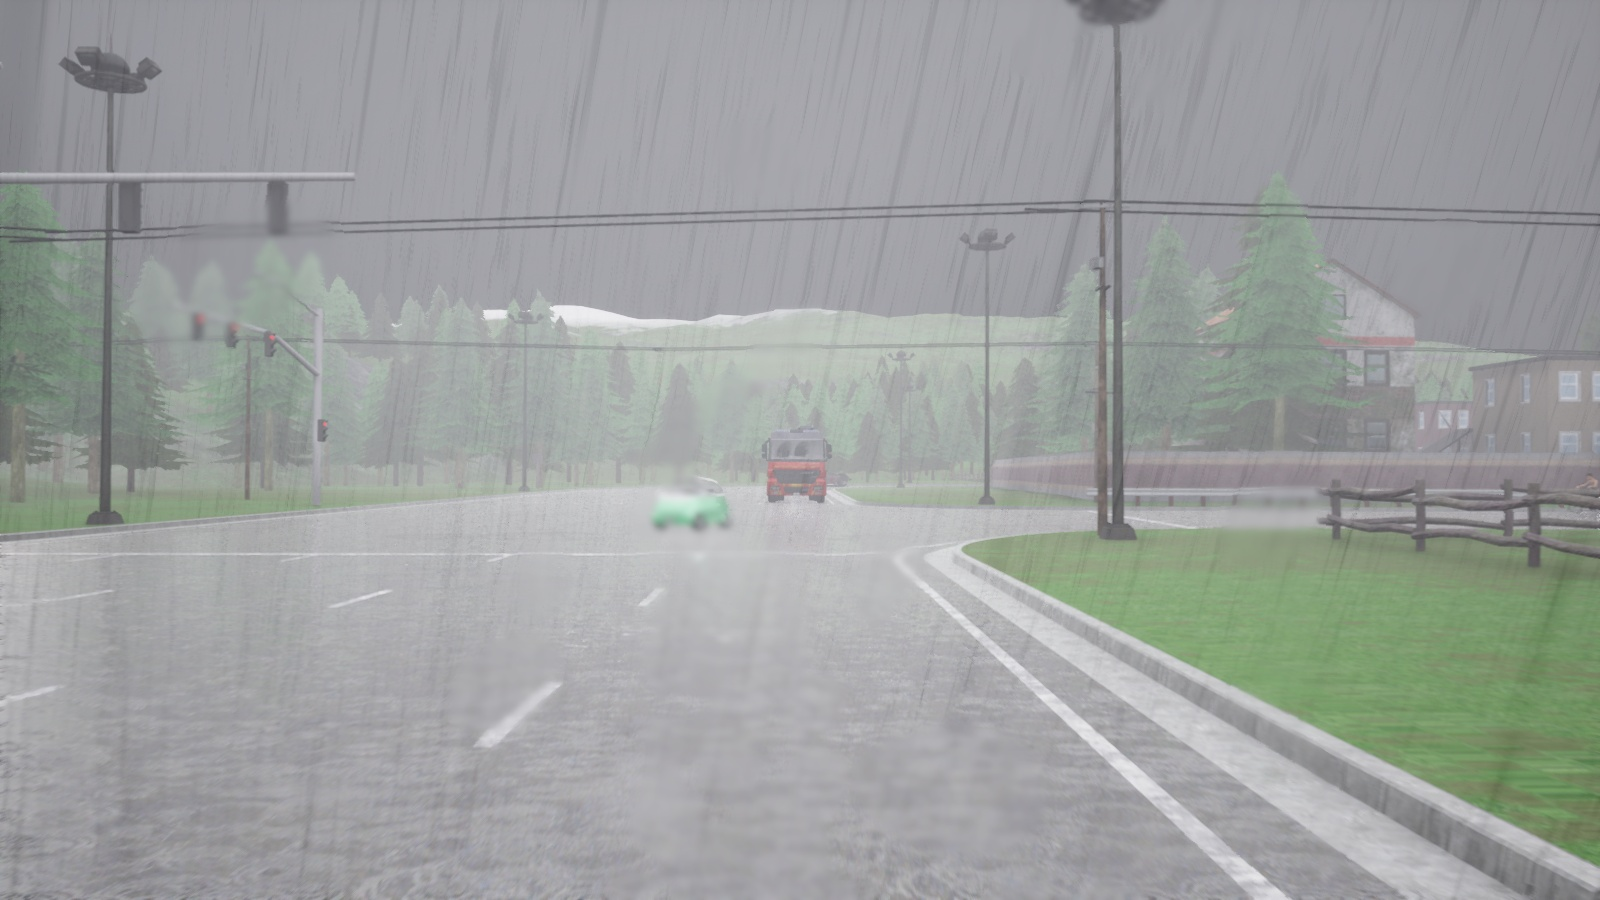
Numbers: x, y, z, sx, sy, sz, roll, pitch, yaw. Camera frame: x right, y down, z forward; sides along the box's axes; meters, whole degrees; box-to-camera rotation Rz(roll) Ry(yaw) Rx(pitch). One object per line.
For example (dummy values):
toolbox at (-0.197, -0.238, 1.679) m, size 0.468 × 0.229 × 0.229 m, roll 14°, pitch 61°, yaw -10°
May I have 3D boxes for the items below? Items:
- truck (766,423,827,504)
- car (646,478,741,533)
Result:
truck at (-0.161, 0.720, 63.868) m, size 2.891 × 3.827 × 8.468 m, roll 0°, pitch -1°, yaw 0°
car at (-2.773, 1.433, 33.026) m, size 1.481 × 1.376 × 2.207 m, roll -1°, pitch -2°, yaw 31°
